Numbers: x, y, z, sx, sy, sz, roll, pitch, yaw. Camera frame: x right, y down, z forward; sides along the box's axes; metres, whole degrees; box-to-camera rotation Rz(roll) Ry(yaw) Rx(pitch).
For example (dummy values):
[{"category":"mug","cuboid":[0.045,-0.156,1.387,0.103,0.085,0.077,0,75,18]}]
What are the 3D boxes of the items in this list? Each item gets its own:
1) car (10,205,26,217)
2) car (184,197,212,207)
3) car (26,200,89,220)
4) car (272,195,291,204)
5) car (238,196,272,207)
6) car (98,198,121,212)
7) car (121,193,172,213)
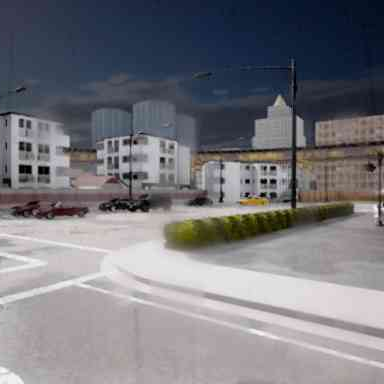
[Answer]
[{"category":"car","cuboid":[-13.583,1.410,29.565,1.812,1.442,4.674,0,0,37]},{"category":"car","cuboid":[0.932,1.415,47.793,4.674,1.442,1.812,0,0,-44]},{"category":"car","cuboid":[-10.750,1.425,27.511,1.812,1.442,4.674,0,0,37]},{"category":"car","cuboid":[15.093,1.273,56.615,4.181,1.385,1.994,0,0,-18]},{"category":"car","cuboid":[9.129,1.389,49.884,5.008,1.535,1.882,0,0,-30]},{"category":"car","cuboid":[-8.083,1.390,36.796,1.837,1.490,4.892,0,0,38]},{"category":"car","cuboid":[-4.483,1.116,35.791,2.150,2.045,5.566,0,1,37]}]
